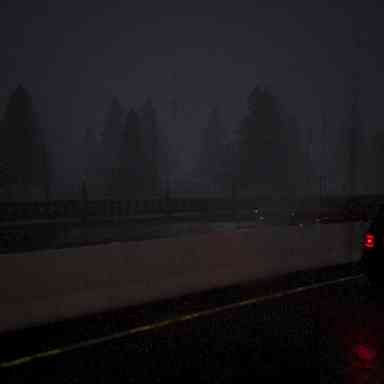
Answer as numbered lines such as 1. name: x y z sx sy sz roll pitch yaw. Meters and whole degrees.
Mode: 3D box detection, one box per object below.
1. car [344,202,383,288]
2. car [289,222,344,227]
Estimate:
1. car: 6.212 1.152 7.488 5.566 2.045 2.150 0 0 -30
2. car: 7.382 1.101 16.259 5.566 2.045 2.150 0 0 -27
